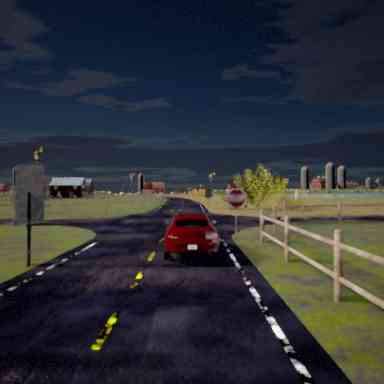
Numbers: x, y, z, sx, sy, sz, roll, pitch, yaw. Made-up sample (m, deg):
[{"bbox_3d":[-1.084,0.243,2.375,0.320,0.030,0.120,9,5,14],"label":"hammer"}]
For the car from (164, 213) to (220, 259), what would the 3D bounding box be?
[{"bbox_3d":[-0.045,1.479,12.245,1.812,1.442,4.674,0,0,-2],"label":"car"}]
